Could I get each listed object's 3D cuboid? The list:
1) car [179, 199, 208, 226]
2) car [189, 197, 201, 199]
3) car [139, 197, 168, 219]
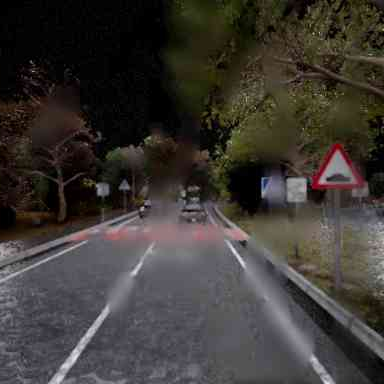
[{"bbox_3d":[0.112,1.534,23.512,2.128,1.511,4.902,0,1,0],"label":"car"},{"bbox_3d":[0.403,1.378,40.330,2.128,1.511,4.902,0,0,2],"label":"car"},{"bbox_3d":[-3.278,1.348,29.099,2.097,1.767,4.553,0,0,1],"label":"car"}]
